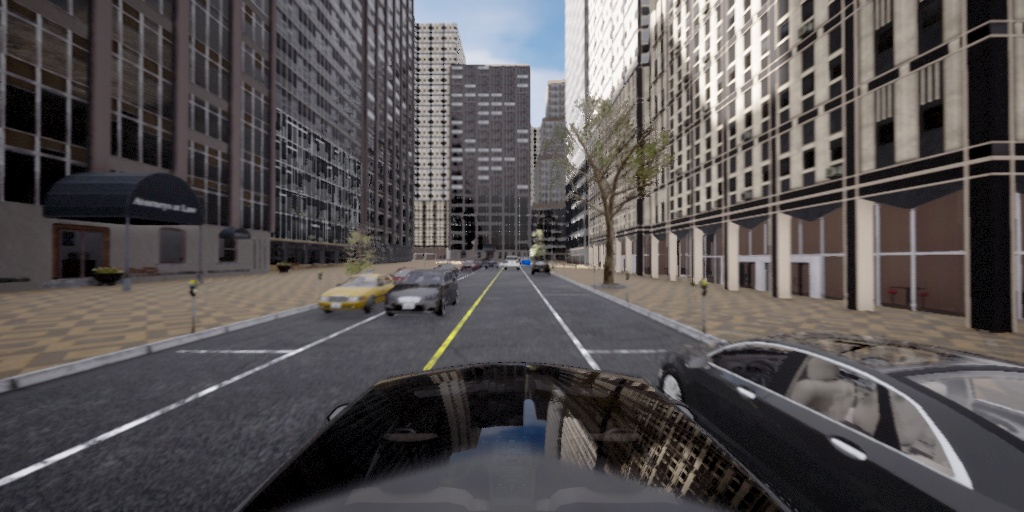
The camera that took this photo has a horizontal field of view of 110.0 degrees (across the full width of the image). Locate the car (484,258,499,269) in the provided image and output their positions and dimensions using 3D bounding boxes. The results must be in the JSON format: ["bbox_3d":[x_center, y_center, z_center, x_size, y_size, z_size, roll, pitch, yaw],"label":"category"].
[{"bbox_3d":[-3.048,1.313,54.529,1.994,1.385,4.181,0,0,1],"label":"car"}]

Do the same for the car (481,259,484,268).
[{"bbox_3d":[-5.695,1.333,53.671,1.802,1.307,4.207,0,0,0],"label":"car"}]

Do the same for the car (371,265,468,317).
[{"bbox_3d":[-3.099,1.244,13.208,2.128,1.511,4.902,0,0,0],"label":"car"}]

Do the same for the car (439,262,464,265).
[{"bbox_3d":[-5.693,1.318,31.100,1.948,1.339,4.313,0,0,0],"label":"car"}]

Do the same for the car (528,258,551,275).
[{"bbox_3d":[2.995,1.230,38.361,1.882,1.535,5.008,0,0,0],"label":"car"}]

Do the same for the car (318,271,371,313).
[{"bbox_3d":[-5.691,1.277,14.002,1.751,1.417,4.829,0,0,0],"label":"car"}]

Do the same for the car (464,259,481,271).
[{"bbox_3d":[-5.695,1.191,48.029,1.967,1.591,4.097,0,0,0],"label":"car"}]

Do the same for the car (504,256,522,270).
[{"bbox_3d":[-0.004,0.974,52.085,2.150,2.045,5.566,0,0,0],"label":"car"}]

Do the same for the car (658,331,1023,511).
[{"bbox_3d":[2.690,1.301,2.898,2.007,1.370,4.403,0,0,0],"label":"car"}]
